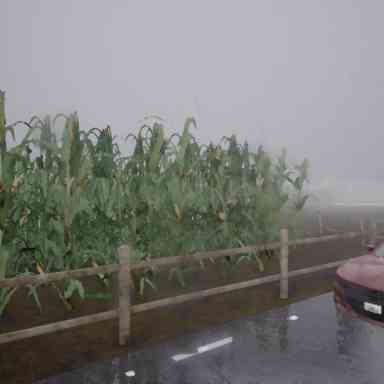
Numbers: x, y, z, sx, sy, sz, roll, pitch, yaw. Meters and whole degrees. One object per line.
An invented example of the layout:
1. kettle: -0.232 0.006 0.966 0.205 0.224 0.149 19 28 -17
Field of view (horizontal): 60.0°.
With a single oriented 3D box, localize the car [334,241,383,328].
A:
1. car: 4.757 1.482 6.472 5.008 1.535 1.882 0 0 -36
